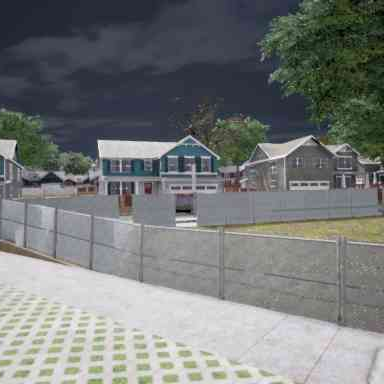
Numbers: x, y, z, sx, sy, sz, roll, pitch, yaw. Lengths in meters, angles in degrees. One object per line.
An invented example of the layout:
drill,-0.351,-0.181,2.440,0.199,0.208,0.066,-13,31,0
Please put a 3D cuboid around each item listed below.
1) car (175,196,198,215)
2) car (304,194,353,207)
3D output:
car,-1.334,0.964,23.869,5.357,1.411,2.033,-2,0,-18
car,11.602,0.573,27.828,4.892,1.490,1.837,-1,-1,-16
